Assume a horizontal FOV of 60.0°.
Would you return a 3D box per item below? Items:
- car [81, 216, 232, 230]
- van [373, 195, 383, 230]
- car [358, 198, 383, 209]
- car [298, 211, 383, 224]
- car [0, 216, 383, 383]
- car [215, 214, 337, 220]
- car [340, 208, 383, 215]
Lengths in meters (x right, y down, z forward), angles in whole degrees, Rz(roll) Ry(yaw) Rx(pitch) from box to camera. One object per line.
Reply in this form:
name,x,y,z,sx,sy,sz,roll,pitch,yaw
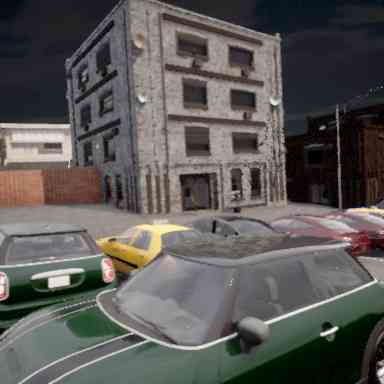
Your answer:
car,-0.959,1.465,8.549,1.946,1.575,5.366,0,0,-36
van,12.609,1.192,18.150,1.878,1.987,4.442,0,0,-36
car,10.388,1.175,16.456,2.435,2.045,5.566,0,0,-36
car,3.694,1.491,11.639,2.002,1.452,4.674,0,0,-36
car,0.243,1.345,3.546,4.553,1.767,2.097,0,0,-35
car,1.438,1.489,9.997,2.163,1.488,4.792,0,0,-36
car,5.864,1.483,13.189,2.002,1.452,4.674,0,0,-36
